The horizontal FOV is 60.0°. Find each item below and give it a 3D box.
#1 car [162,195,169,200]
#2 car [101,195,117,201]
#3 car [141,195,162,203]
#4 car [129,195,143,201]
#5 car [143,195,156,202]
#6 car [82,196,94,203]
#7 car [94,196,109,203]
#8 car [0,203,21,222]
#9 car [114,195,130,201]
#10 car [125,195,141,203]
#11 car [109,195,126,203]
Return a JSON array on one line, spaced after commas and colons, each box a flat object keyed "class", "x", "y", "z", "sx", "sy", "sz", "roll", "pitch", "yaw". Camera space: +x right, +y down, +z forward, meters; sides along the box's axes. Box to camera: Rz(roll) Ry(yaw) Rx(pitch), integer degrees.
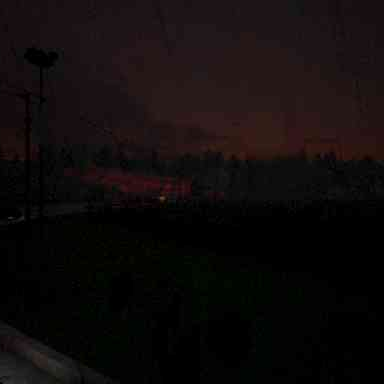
[{"class": "car", "x": -6.882, "y": 1.475, "z": 80.611, "sx": 1.882, "sy": 1.535, "sz": 5.008, "roll": 0, "pitch": 0, "yaw": 10}, {"class": "car", "x": -20.667, "y": 1.579, "z": 83.058, "sx": 2.033, "sy": 1.411, "sz": 5.357, "roll": 0, "pitch": 0, "yaw": 10}, {"class": "car", "x": -8.612, "y": 1.491, "z": 70.869, "sx": 2.097, "sy": 1.767, "sz": 4.553, "roll": 0, "pitch": 0, "yaw": 10}, {"class": "car", "x": -13.775, "y": 1.518, "z": 81.834, "sx": 1.837, "sy": 1.490, "sz": 4.892, "roll": 0, "pitch": 0, "yaw": 10}, {"class": "car", "x": -10.328, "y": 1.508, "z": 81.223, "sx": 1.837, "sy": 1.490, "sz": 4.892, "roll": 0, "pitch": 0, "yaw": 10}, {"class": "car", "x": -22.488, "y": 1.709, "z": 72.798, "sx": 2.128, "sy": 1.511, "sz": 4.902, "roll": 0, "pitch": 0, "yaw": 10}, {"class": "car", "x": -18.969, "y": 1.728, "z": 72.597, "sx": 1.994, "sy": 1.385, "sz": 4.181, "roll": 0, "pitch": 0, "yaw": 10}, {"class": "car", "x": -15.708, "y": 1.616, "z": 26.910, "sx": 1.812, "sy": 1.442, "sz": 4.674, "roll": -1, "pitch": 0, "yaw": -1}, {"class": "car", "x": -17.220, "y": 1.568, "z": 82.446, "sx": 2.033, "sy": 1.411, "sz": 5.357, "roll": 0, "pitch": 0, "yaw": 10}, {"class": "car", "x": -12.071, "y": 1.750, "z": 71.403, "sx": 1.895, "sy": 1.301, "sz": 4.718, "roll": 0, "pitch": 0, "yaw": 10}, {"class": "car", "x": -15.504, "y": 1.512, "z": 72.092, "sx": 2.097, "sy": 1.767, "sz": 4.553, "roll": 0, "pitch": 0, "yaw": 10}]
